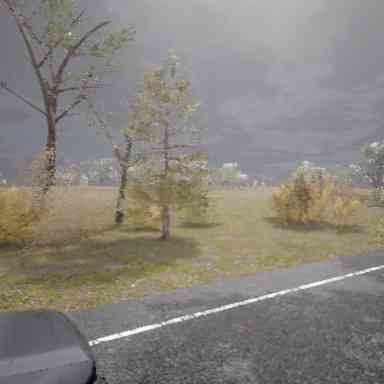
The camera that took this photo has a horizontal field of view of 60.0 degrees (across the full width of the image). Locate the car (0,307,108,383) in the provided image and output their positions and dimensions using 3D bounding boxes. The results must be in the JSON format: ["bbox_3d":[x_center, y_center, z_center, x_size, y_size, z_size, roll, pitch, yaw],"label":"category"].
[{"bbox_3d":[-3.162,1.545,1.726,5.357,1.411,2.033,0,0,-36],"label":"car"}]
